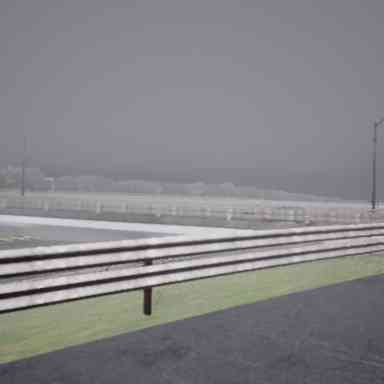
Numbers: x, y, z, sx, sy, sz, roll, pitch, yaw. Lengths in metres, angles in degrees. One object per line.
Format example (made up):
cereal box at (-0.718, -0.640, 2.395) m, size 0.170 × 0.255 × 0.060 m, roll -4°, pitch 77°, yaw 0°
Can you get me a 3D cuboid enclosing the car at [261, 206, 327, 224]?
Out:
car at (8.629, 1.895, 28.302) m, size 5.357 × 1.411 × 2.033 m, roll 2°, pitch -1°, yaw 4°
